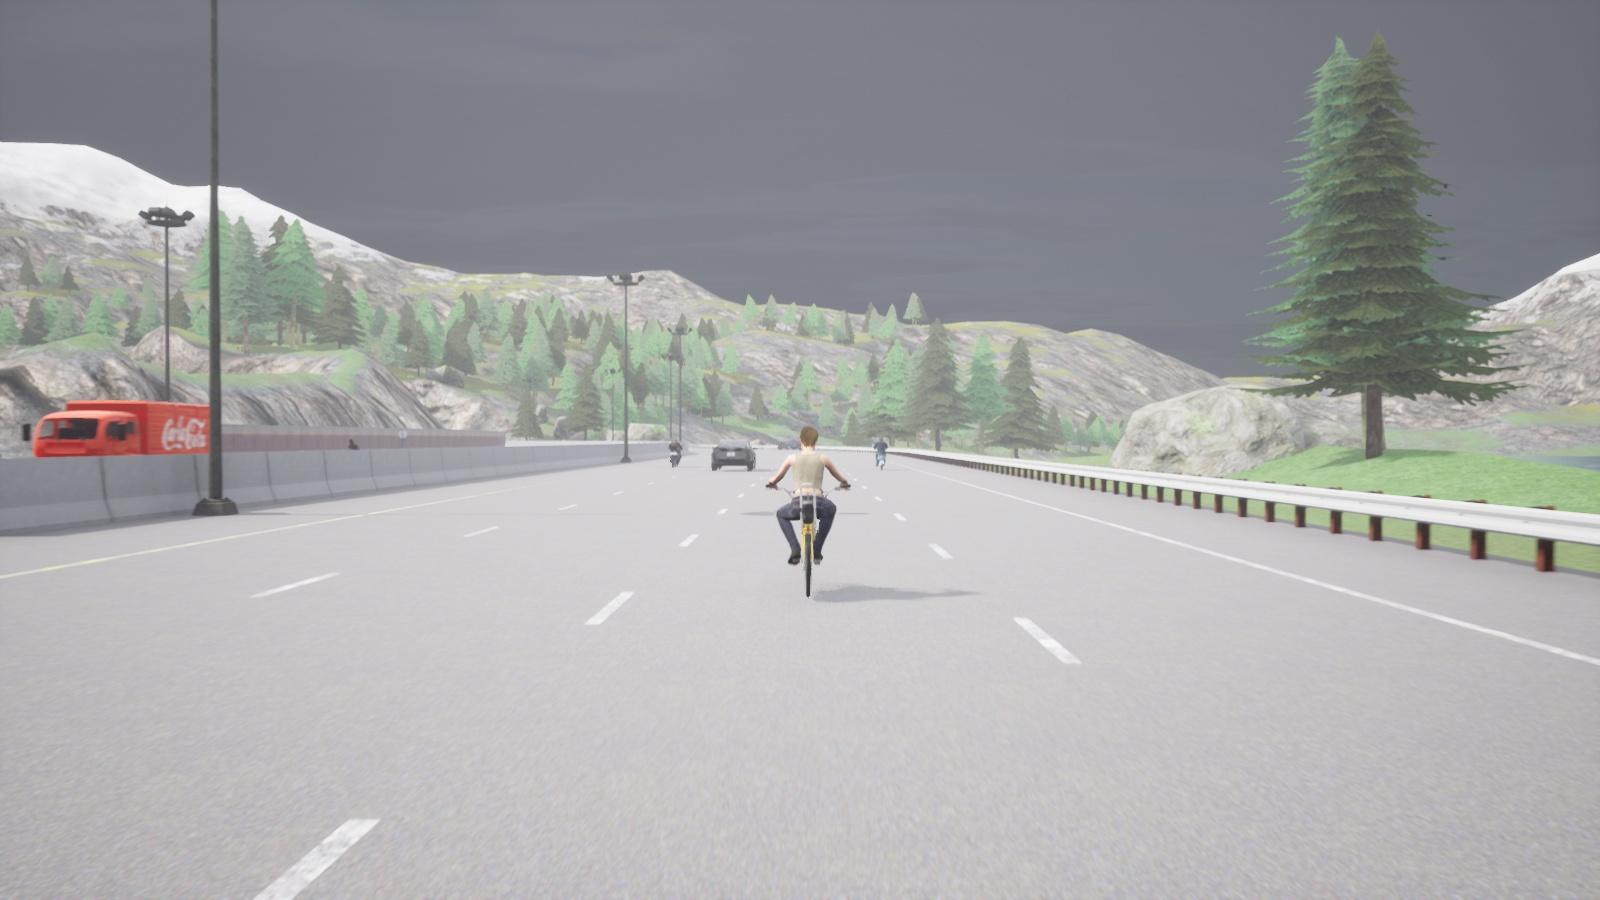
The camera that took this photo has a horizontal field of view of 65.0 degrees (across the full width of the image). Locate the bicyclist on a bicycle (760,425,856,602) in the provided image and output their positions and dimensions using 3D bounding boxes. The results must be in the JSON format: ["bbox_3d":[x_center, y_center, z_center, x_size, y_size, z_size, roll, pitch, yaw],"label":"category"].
[{"bbox_3d":[0.079,0.571,12.183,0.866,1.612,1.509,0,1,1],"label":"bicyclist on a bicycle"}]

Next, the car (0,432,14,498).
[{"bbox_3d":[-20.821,0.391,29.180,2.033,1.649,4.856,0,1,0],"label":"car"}]

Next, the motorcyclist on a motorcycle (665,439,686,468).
[{"bbox_3d":[-6.609,0.164,66.695,0.866,1.530,2.191,0,1,0],"label":"motorcyclist on a motorcycle"}]

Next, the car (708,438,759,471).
[{"bbox_3d":[-3.147,0.191,60.112,2.163,1.488,4.792,0,1,0],"label":"car"}]

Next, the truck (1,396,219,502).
[{"bbox_3d":[-17.301,-0.051,31.908,2.627,2.467,5.204,0,1,1],"label":"truck"}]
